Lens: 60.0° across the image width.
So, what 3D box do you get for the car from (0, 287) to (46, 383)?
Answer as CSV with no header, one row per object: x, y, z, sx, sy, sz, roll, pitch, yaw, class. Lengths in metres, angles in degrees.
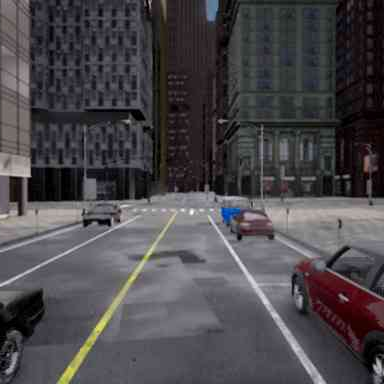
-3.004,1.588,2.506,1.895,1.301,4.718,0,0,0,car

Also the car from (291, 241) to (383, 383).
2.844,1.414,4.805,1.967,1.590,4.097,0,0,0,car

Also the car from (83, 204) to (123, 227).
-5.715,1.446,21.734,1.947,1.339,4.313,0,0,0,car

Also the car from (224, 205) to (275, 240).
2.822,1.493,16.103,1.802,1.307,4.206,0,0,0,car

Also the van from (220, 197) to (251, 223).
2.809,1.218,21.751,1.690,1.788,3.998,0,0,0,van
